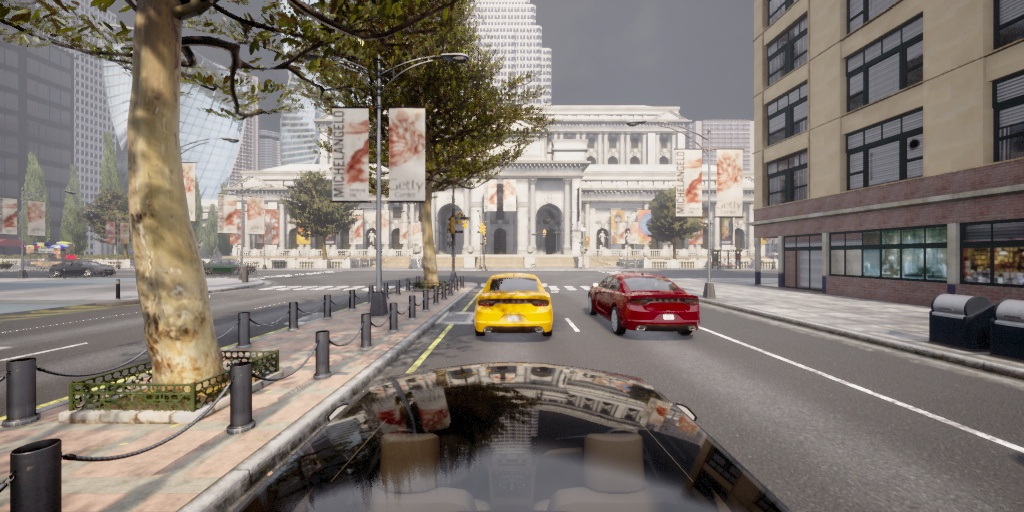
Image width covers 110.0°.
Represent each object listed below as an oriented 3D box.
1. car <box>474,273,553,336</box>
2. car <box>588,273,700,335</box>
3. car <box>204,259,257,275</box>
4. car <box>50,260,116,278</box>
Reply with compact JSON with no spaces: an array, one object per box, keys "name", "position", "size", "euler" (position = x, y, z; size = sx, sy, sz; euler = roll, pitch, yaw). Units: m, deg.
[{"name":"car","position":[0.056,1.228,10.403],"size":[1.882,1.535,5.008],"euler":[0,0,1]},{"name":"car","position":[3.558,1.228,10.582],"size":[1.882,1.535,5.008],"euler":[0,0,0]},{"name":"car","position":[-29.401,1.102,37.558],"size":[4.553,1.767,2.097],"euler":[0,0,0]},{"name":"car","position":[-40.692,1.254,34.058],"size":[4.892,1.490,1.837],"euler":[0,0,0]}]
